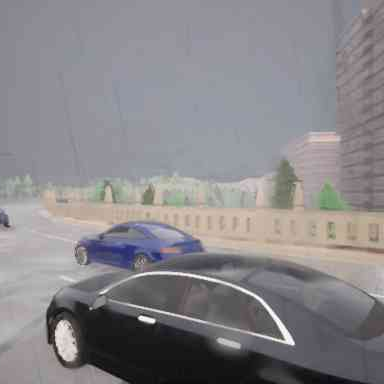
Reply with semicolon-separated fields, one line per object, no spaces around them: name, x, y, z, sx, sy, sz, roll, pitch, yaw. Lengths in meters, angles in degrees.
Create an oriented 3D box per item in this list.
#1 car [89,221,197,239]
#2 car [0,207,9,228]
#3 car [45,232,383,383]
car;-1.676;1.598;10.038;4.674;1.442;1.812;0;0;40
car;-13.996;1.699;23.076;1.812;1.442;4.674;0;0;-38
car;0.092;1.535;4.117;4.892;1.490;1.837;0;0;37
